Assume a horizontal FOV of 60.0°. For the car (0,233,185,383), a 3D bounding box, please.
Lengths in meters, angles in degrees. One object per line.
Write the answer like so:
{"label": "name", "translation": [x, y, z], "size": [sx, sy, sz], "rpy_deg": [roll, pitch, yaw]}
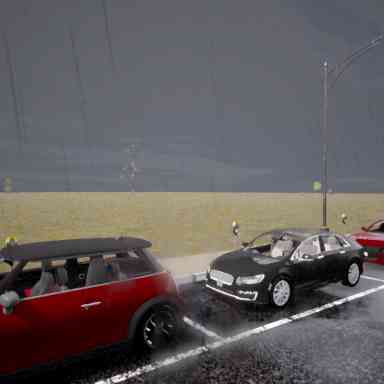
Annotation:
{"label": "car", "translation": [-2.186, 1.440, 4.528], "size": [4.097, 1.590, 1.967], "rpy_deg": [0, 1, -36]}

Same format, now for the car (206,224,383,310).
{"label": "car", "translation": [2.317, 1.552, 7.749], "size": [4.403, 1.369, 2.008], "rpy_deg": [0, 1, -36]}

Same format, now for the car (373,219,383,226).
{"label": "car", "translation": [6.821, 1.548, 10.969], "size": [4.507, 1.381, 1.887], "rpy_deg": [0, 1, -36]}
